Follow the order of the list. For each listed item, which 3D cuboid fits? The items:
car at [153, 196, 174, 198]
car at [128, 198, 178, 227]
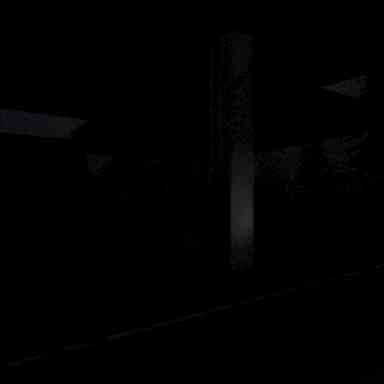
[{"bbox_3d":[-2.022,1.319,30.577,3.866,1.878,1.905,0,0,-36],"label":"car"},{"bbox_3d":[-2.222,1.485,23.447,4.611,1.667,2.242,0,0,-36],"label":"car"}]
